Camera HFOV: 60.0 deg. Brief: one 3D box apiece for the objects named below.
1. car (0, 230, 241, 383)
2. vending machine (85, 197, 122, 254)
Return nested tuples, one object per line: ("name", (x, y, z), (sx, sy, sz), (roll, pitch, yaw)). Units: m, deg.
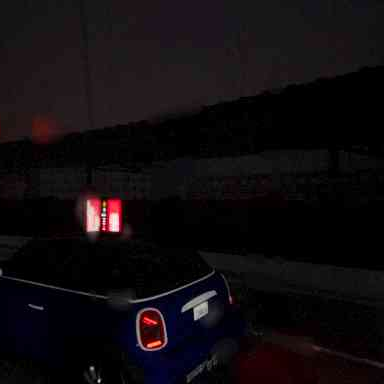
("car", (-1.683, 1.366, 4.897), (4.553, 1.767, 2.097), (0, 0, 33))
("vending machine", (-3.442, 1.263, 13.003), (0.880, 2.100, 1.100), (0, -1, 30))
